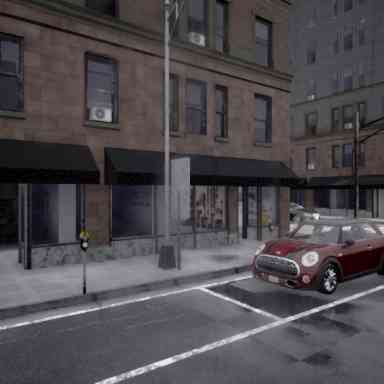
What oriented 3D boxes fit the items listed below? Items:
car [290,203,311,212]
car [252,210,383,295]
[{"bbox_3d":[7.071,1.536,24.623,2.128,1.511,4.902,0,0,-35],"label":"car"},{"bbox_3d":[3.464,1.440,8.670,4.097,1.590,1.967,0,0,-36],"label":"car"}]
